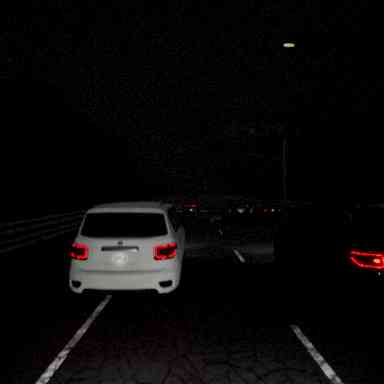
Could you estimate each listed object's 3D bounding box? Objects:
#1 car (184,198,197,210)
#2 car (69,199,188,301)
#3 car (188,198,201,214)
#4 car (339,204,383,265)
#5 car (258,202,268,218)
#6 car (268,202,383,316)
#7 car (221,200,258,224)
[{"bbox_3d":[-0.176,1.654,46.869,1.837,1.490,4.892,0,0,0],"label":"car"},{"bbox_3d":[-1.277,1.244,8.521,2.150,2.045,5.566,0,0,0],"label":"car"},{"bbox_3d":[-0.101,1.608,36.521,1.837,1.490,4.892,0,-1,0],"label":"car"},{"bbox_3d":[7.035,1.382,11.276,2.097,1.767,4.553,0,0,0],"label":"car"},{"bbox_3d":[6.947,1.635,31.157,2.033,1.411,5.357,0,0,0],"label":"car"},{"bbox_3d":[3.552,1.240,7.702,2.150,2.045,5.566,0,0,0],"label":"car"},{"bbox_3d":[3.471,1.422,25.842,2.097,1.767,4.553,0,0,0],"label":"car"}]
